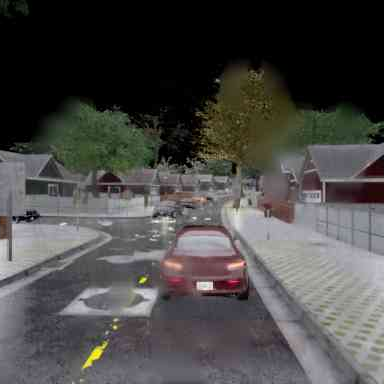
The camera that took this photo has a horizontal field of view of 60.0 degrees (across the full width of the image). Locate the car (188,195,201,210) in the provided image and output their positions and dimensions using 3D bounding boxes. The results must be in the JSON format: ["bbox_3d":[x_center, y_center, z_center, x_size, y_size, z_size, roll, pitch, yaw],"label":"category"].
[{"bbox_3d":[-0.480,1.458,41.516,2.033,1.411,5.357,0,0,6],"label":"car"}]

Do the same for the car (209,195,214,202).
[{"bbox_3d":[3.388,1.294,68.883,1.895,1.301,4.718,0,0,10],"label":"car"}]

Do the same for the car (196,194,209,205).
[{"bbox_3d":[1.052,1.169,54.005,2.097,1.767,4.553,0,0,8],"label":"car"}]

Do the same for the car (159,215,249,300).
[{"bbox_3d":[0.282,1.526,8.293,1.812,1.442,4.674,0,0,1],"label":"car"}]

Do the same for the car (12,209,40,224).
[{"bbox_3d":[-12.530,1.361,21.657,4.718,1.301,1.895,1,0,3],"label":"car"}]

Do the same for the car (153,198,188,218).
[{"bbox_3d":[-2.001,1.485,29.390,1.837,1.490,4.892,0,0,11],"label":"car"}]
